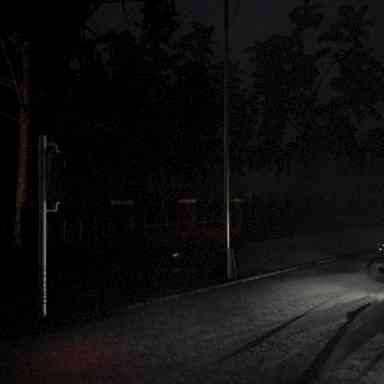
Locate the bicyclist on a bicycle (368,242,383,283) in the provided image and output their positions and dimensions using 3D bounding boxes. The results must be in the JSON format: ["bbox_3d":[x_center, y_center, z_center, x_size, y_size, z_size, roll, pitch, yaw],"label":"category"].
[{"bbox_3d":[4.969,1.454,7.839,0.582,1.620,1.656,0,-2,-38],"label":"bicyclist on a bicycle"}]
